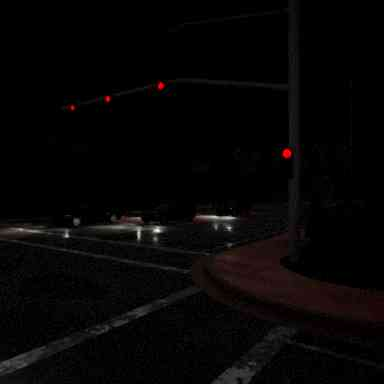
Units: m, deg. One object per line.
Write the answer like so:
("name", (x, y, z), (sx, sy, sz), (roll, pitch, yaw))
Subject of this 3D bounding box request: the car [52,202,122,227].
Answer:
("car", (-7.177, 1.477, 23.121), (1.882, 1.535, 5.008), (0, 0, 36))

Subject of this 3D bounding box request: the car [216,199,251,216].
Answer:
("car", (4.197, 1.504, 32.953), (1.837, 1.490, 4.892), (0, 0, 36))

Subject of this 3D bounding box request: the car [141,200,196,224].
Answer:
("car", (-1.661, 1.477, 24.813), (1.882, 1.535, 5.008), (0, 0, 36))

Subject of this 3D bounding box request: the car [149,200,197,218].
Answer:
("car", (-1.647, 1.504, 30.837), (1.837, 1.490, 4.892), (0, 0, 36))
